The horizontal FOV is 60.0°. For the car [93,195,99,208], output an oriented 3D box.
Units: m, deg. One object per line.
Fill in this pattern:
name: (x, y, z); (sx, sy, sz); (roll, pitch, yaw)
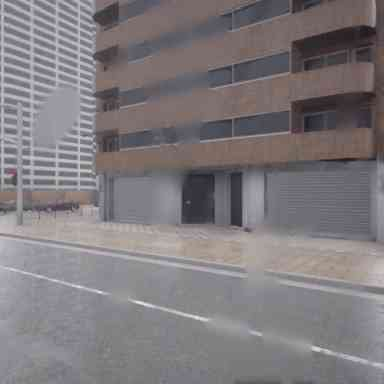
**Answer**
car: (-12.140, 1.564, 48.062); (1.994, 1.385, 4.181); (0, 0, 35)

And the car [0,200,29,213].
car: (-19.538, 1.547, 37.414); (2.033, 1.411, 5.357); (0, 0, 35)

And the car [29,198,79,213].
car: (-15.167, 1.477, 37.575); (1.882, 1.535, 5.008); (0, 0, 35)
